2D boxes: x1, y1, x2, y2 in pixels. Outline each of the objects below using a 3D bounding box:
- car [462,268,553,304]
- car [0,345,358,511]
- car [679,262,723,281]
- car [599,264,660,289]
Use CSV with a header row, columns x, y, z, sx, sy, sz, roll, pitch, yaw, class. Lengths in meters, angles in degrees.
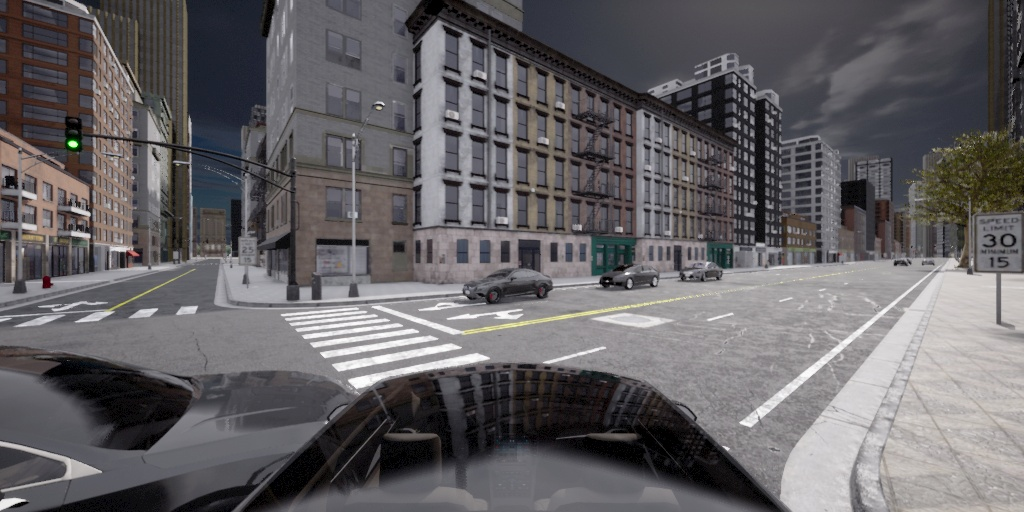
x,y,z,sx,sy,sz,roll,pitch,yaw,class
-0.088,1.286,16.720,4.674,1.442,1.812,0,0,-39,car
-3.227,1.257,1.739,4.892,1.490,1.837,0,0,-35,car
15.576,1.235,29.462,4.902,1.511,2.128,0,0,-39,car
7.585,1.257,22.968,4.892,1.490,1.837,0,0,-39,car
